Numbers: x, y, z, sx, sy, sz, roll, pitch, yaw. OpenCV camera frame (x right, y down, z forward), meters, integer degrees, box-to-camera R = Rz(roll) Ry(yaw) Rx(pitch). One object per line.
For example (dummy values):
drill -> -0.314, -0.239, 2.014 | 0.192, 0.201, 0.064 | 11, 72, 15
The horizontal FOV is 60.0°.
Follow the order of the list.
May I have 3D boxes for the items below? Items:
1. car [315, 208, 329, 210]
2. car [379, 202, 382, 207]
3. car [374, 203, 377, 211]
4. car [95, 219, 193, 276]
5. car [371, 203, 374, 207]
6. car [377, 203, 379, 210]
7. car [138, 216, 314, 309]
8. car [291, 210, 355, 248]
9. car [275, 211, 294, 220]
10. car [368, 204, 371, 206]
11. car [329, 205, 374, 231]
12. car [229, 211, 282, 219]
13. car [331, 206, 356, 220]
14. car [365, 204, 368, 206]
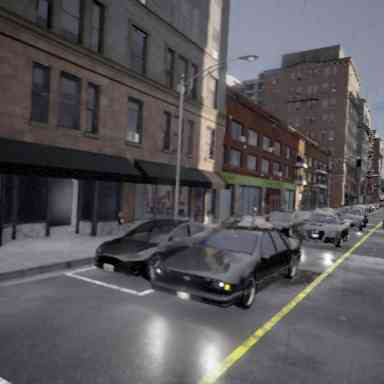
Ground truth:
car -> 11.448, 2.046, 28.938 | 2.008, 1.369, 4.403 | 3, 0, 33
car -> 42.078, 3.334, 76.781 | 1.967, 1.590, 4.097 | 3, 0, 33
car -> 32.884, 3.041, 62.428 | 1.947, 1.339, 4.313 | 3, 0, 33
car -> -0.803, 1.497, 9.800 | 1.947, 1.339, 4.313 | 3, 0, 33
car -> 29.823, 2.880, 57.644 | 1.887, 1.381, 4.507 | 3, 0, 33
car -> 35.953, 3.055, 67.212 | 1.967, 1.590, 4.097 | 3, 0, 33
car -> 1.291, 1.588, 8.368 | 2.033, 1.411, 5.357 | 3, 0, 33
car -> 6.691, 1.854, 16.808 | 1.994, 1.385, 4.181 | 3, 0, 33
car -> 5.322, 1.780, 19.369 | 1.947, 1.339, 4.313 | 3, 0, 33
car -> 26.760, 2.746, 52.859 | 2.008, 1.369, 4.403 | 3, 0, 33
car -> 12.328, 2.040, 25.582 | 2.128, 1.511, 4.902 | 3, 0, 33
car -> 2.259, 1.654, 14.585 | 1.802, 1.307, 4.206 | 3, 0, 33
car -> 17.572, 2.341, 38.506 | 1.947, 1.339, 4.313 | 3, 0, 33
car -> 23.698, 2.601, 48.075 | 1.887, 1.381, 4.507 | 3, 0, 33
